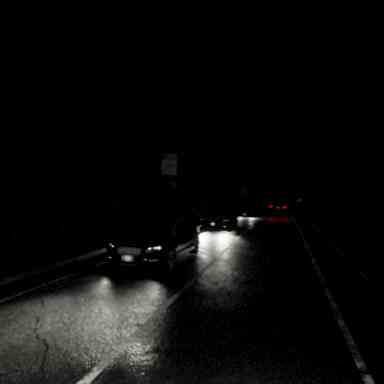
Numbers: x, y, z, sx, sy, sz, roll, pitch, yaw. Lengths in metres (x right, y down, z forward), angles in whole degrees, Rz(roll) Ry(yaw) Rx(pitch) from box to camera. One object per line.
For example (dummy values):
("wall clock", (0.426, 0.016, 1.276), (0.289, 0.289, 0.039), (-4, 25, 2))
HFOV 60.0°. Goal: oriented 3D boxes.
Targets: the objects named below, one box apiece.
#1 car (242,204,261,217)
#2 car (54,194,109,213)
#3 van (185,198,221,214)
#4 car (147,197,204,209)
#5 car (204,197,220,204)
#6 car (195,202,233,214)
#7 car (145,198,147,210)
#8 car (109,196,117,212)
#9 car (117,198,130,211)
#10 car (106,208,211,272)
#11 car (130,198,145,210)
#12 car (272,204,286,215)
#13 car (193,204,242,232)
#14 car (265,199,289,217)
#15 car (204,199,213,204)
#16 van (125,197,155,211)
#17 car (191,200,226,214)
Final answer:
("car", (6.328, 2.078, 37.867), (2.033, 1.411, 5.357), (1, -2, 16))
("car", (-12.786, 1.240, 37.646), (5.566, 2.045, 2.435), (1, -2, 15))
("van", (1.504, 1.838, 44.165), (4.442, 1.987, 1.878), (1, -2, 15))
("car", (-1.547, 1.509, 32.412), (4.553, 1.767, 2.185), (1, -2, 15))
("car", (-0.017, 1.577, 38.167), (5.566, 2.045, 2.435), (1, -2, 15))
("car", (3.338, 2.324, 49.822), (5.366, 1.575, 1.946), (1, -2, 15))
("car", (-9.418, 2.006, 51.053), (5.366, 1.575, 1.946), (1, -2, 15))
("car", (-12.130, 1.579, 40.224), (4.892, 1.521, 2.231), (1, -2, 15))
("car", (-11.387, 1.422, 42.923), (5.566, 2.045, 2.435), (1, -2, 15))
("car", (-1.049, 1.522, 11.193), (2.128, 1.511, 4.902), (1, 0, 16))
("car", (-10.111, 1.891, 48.487), (5.366, 1.575, 1.946), (1, -2, 15))
("car", (13.122, 2.587, 50.048), (1.882, 1.535, 5.008), (1, -1, 15))
("car", (1.740, 1.700, 21.282), (1.994, 1.385, 4.181), (1, 0, 16))
("car", (10.372, 1.922, 40.051), (2.150, 2.045, 5.566), (1, -2, 15))
("car", (-0.747, 1.734, 35.335), (5.008, 1.535, 2.097), (1, -2, 15))
("van", (-8.393, 1.916, 53.678), (4.442, 1.987, 1.878), (1, -2, 15))
("car", (2.374, 2.065, 47.069), (4.553, 1.767, 2.185), (1, -2, 15))
